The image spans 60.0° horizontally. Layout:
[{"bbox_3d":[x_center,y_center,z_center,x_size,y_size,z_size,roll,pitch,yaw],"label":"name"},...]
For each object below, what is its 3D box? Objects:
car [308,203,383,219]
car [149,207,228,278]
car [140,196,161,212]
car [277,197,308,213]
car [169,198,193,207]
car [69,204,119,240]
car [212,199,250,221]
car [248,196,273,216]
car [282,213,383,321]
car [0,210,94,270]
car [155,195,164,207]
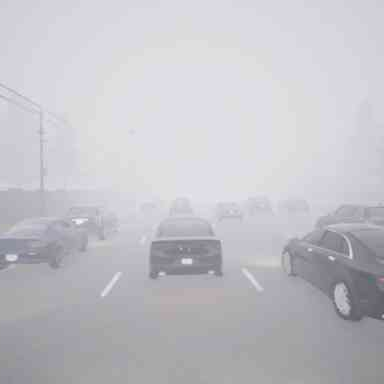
[{"bbox_3d":[6.665,1.210,13.218,2.097,1.767,4.553,-1,0,-2],"label":"car"},{"bbox_3d":[-0.218,1.455,10.190,1.882,1.535,5.008,-1,0,-2],"label":"car"},{"bbox_3d":[-4.933,1.509,38.827,1.812,1.442,4.674,-1,0,-2],"label":"car"},{"bbox_3d":[9.455,1.259,31.300,2.128,1.511,4.902,-1,0,-2],"label":"car"},{"bbox_3d":[-1.027,1.292,30.620,2.097,1.767,4.553,-1,0,-2],"label":"car"},{"bbox_3d":[-5.149,1.392,17.170,2.097,1.767,4.553,-1,0,-2],"label":"car"},{"bbox_3d":[2.676,1.440,25.631,2.033,1.411,5.357,-1,0,-2],"label":"car"},{"bbox_3d":[5.966,1.178,30.895,2.097,1.767,4.553,-1,0,-2],"label":"car"},{"bbox_3d":[3.408,1.431,7.115,1.837,1.490,4.892,-1,0,-2],"label":"car"},{"bbox_3d":[-4.910,1.578,11.205,1.812,1.442,4.674,-1,0,-2],"label":"car"},{"bbox_3d":[-5.446,1.312,51.329,2.097,1.767,4.553,-1,0,-2],"label":"car"}]
